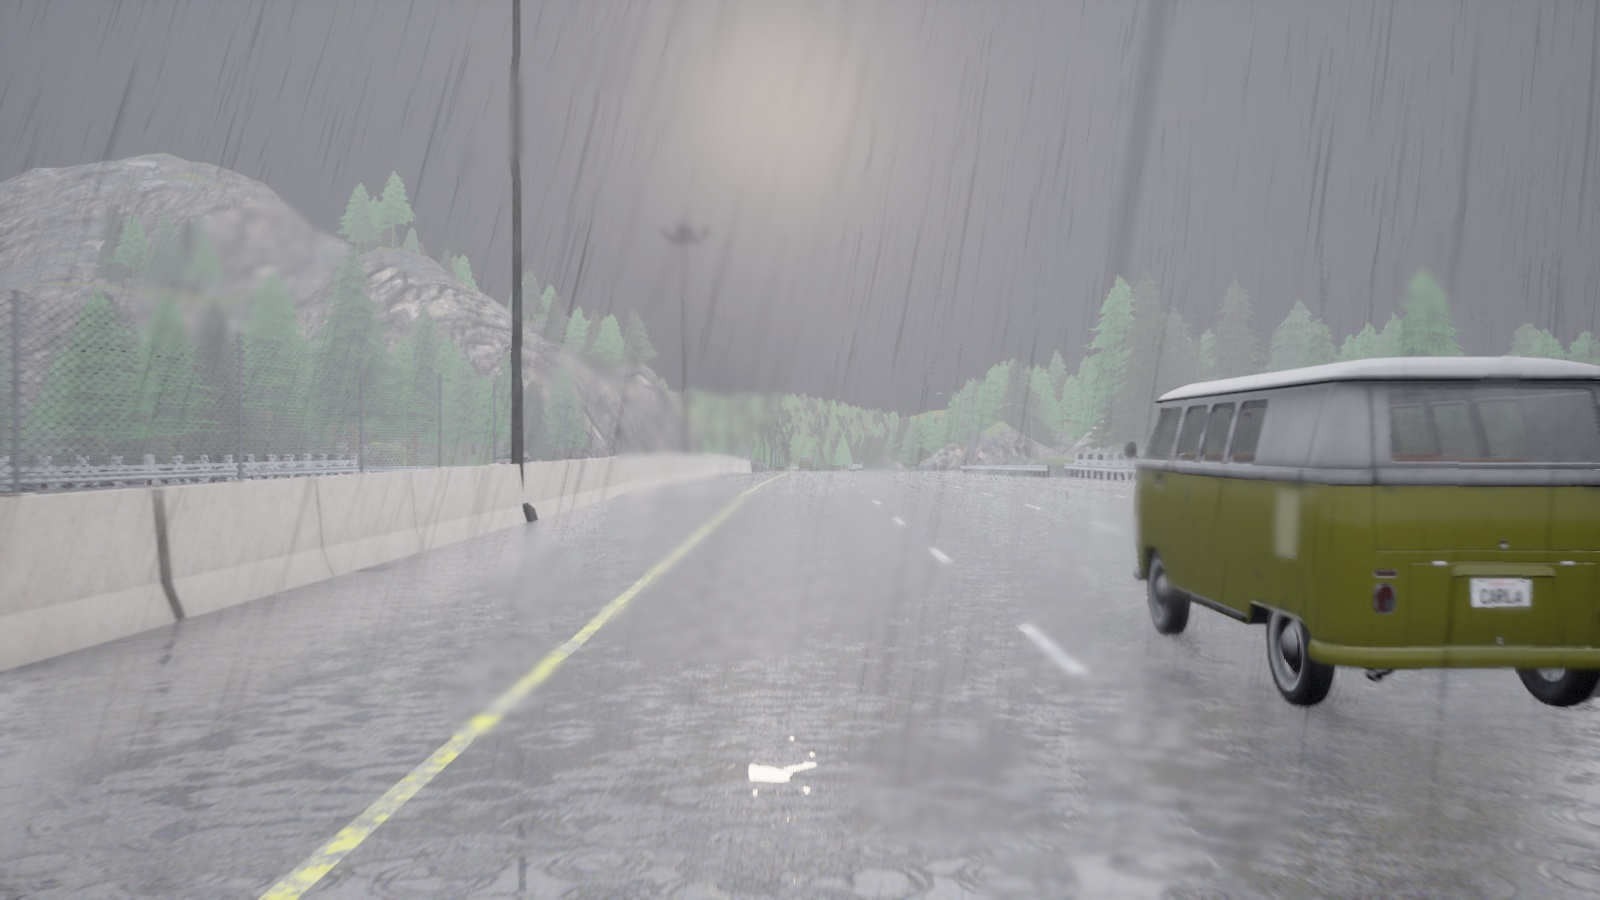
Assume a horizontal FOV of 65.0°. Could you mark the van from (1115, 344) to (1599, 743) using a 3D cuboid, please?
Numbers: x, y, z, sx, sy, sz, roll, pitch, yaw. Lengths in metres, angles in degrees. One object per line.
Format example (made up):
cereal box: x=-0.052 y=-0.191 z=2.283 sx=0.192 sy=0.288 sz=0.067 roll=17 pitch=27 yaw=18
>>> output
van: x=3.564 y=0.454 z=8.489 sx=1.775 sy=1.987 sz=4.442 roll=0 pitch=0 yaw=0

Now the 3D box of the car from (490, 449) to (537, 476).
car: x=-17.059 y=0.748 z=74.879 sx=1.851 sy=1.617 sz=3.988 roll=0 pitch=-1 yaw=0
